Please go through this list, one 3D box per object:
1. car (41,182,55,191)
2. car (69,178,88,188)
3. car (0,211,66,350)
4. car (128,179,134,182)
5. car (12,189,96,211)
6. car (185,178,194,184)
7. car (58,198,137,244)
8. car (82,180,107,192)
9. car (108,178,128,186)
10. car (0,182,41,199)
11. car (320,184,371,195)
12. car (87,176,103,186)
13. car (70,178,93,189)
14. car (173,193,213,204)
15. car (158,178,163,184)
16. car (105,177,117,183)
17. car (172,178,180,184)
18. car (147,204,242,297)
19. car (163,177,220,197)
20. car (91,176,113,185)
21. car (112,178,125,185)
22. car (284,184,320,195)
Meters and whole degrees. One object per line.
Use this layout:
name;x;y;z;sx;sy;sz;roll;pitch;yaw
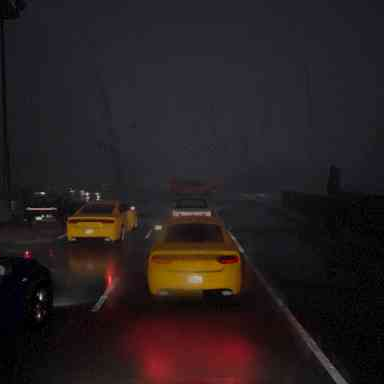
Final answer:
car;-21.456;-0.711;48.032;1.994;1.385;4.181;0;3;0
car;-21.510;-1.746;63.156;2.097;1.767;4.553;0;3;0
car;-3.427;1.313;3.887;2.097;1.767;4.553;0;1;0
car;-14.587;-2.309;76.320;1.837;1.490;4.892;0;3;0
car;-7.025;0.865;17.628;2.128;1.511;4.902;0;3;0
car;-0.667;-2.836;86.568;2.128;1.511;4.902;0;3;0
car;-3.496;1.061;13.718;1.882;1.535;5.008;0;3;0
car;-14.149;-0.704;48.604;1.895;1.301;4.718;0;3;-6
car;-14.528;-1.632;65.702;1.895;1.301;4.718;0;3;0
car;-17.855;-0.023;34.043;2.128;1.511;4.902;0;3;0
car;17.664;-0.217;37.784;4.902;1.511;2.128;0;3;2
car;-21.571;-2.471;74.202;2.150;2.045;5.566;0;3;0
car;-17.997;-1.065;53.860;1.812;1.442;4.674;0;3;0
car;-0.024;0.973;17.764;1.895;1.301;4.718;0;3;0
car;-7.664;-2.822;86.054;2.128;1.511;4.902;0;3;0
car;-21.690;-3.153;89.333;2.128;1.511;4.902;0;3;0
car;-4.164;-2.873;86.079;1.882;1.535;5.008;0;3;0
car;0.043;1.316;8.395;1.882;1.535;5.008;0;2;0
car;0.140;-0.374;35.596;5.566;2.045;2.150;1;3;14
car;-18.018;-2.105;67.469;2.150;2.045;5.566;0;3;0
car;-18.132;-2.590;81.947;2.128;1.511;4.902;0;3;0
car;13.805;-0.306;41.409;4.718;1.301;1.895;0;3;2
